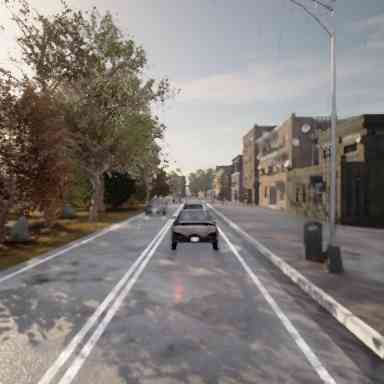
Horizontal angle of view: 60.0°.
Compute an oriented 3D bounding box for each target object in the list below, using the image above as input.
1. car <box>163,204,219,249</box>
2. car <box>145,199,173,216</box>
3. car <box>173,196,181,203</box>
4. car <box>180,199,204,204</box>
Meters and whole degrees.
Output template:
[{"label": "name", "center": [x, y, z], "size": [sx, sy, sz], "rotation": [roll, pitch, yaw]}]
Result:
[{"label": "car", "center": [0.104, 1.494, 14.486], "size": [2.128, 1.511, 4.902], "rotation": [0, 0, 0]}, {"label": "car", "center": [-3.338, 1.488, 32.132], "size": [2.128, 1.511, 4.902], "rotation": [0, 0, 0]}, {"label": "car", "center": [-3.277, 1.560, 72.873], "size": [2.128, 1.511, 4.902], "rotation": [0, 0, 0]}, {"label": "car", "center": [0.108, 1.475, 32.199], "size": [1.882, 1.535, 5.008], "rotation": [0, 0, 0]}]
